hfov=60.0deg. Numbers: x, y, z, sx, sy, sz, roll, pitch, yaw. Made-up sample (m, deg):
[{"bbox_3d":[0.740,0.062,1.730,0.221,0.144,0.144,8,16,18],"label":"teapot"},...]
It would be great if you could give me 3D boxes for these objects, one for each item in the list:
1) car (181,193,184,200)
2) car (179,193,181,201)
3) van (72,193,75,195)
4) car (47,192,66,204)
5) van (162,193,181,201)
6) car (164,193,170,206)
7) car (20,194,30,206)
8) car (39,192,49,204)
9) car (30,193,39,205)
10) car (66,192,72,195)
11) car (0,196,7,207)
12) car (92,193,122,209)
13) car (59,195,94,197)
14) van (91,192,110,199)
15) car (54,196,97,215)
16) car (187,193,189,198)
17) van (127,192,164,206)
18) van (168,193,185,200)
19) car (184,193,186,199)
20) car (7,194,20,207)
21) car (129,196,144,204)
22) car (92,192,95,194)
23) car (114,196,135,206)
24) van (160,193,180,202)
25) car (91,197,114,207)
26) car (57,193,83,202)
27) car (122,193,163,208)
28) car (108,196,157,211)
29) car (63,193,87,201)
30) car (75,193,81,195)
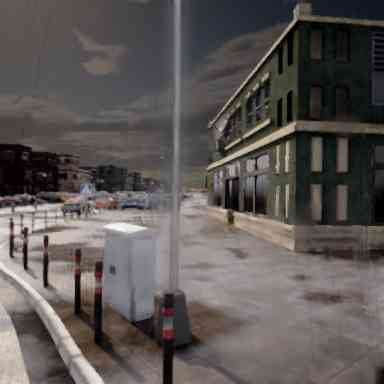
[{"bbox_3d":[-5.253,1.202,76.053,5.566,2.045,2.435,1,0,3],"label":"car"},{"bbox_3d":[-5.712,1.231,67.854,5.566,2.045,2.435,1,0,3],"label":"car"},{"bbox_3d":[-25.903,0.986,64.931,4.442,1.987,1.878,1,0,3],"label":"van"},{"bbox_3d":[-26.314,0.981,59.429,5.566,2.045,2.435,1,0,3],"label":"car"},{"bbox_3d":[-4.893,1.214,81.600,4.442,1.987,1.878,1,0,3],"label":"van"},{"bbox_3d":[-6.342,1.422,53.848,4.553,1.767,2.185,1,0,3],"label":"car"},{"bbox_3d":[-26.819,1.307,48.408,4.674,1.452,2.002,1,0,3],"label":"car"},{"bbox_3d":[-26.562,1.256,53.922,4.892,1.521,2.231,1,0,3],"label":"car"},{"bbox_3d":[-26.655,1.137,51.161,4.553,1.767,2.185,1,0,3],"label":"car"},{"bbox_3d":[-25.971,1.221,62.174,5.366,1.575,1.946,1,0,3],"label":"car"},{"bbox_3d":[-27.054,1.146,42.895,4.553,1.767,2.185,1,0,3],"label":"car"},{"bbox_3d":[-11.476,1.374,44.790,2.097,1.767,4.553,1,0,3],"label":"car"},{"bbox_3d":[-14.608,1.455,42.334,1.882,1.535,5.008,1,0,3],"label":"car"},{"bbox_3d":[-24.700,0.927,89.840,4.442,1.987,1.878,1,0,3],"label":"van"},{"bbox_3d":[-11.711,1.504,33.931,2.128,1.511,4.902,1,0,0],"label":"car"},{"bbox_3d":[-4.493,1.171,92.712,5.566,2.045,2.435,1,0,3],"label":"car"},{"bbox_3d":[-6.754,1.340,48.425,4.442,1.987,1.878,1,0,3],"label":"van"},{"bbox_3d":[-4.445,1.195,95.491,4.442,1.987,1.878,1,0,3],"label":"van"},{"bbox_3d":[-4.770,1.457,87.160,4.792,1.488,2.163,1,0,3],"label":"car"},{"bbox_3d":[-26.959,1.271,45.656,5.008,1.535,2.097,1,0,3],"label":"car"},{"bbox_3d":[-10.616,1.519,63.526,1.994,1.385,4.181,1,0,3],"label":"car"},{"bbox_3d":[-25.458,1.048,75.952,4.553,1.767,2.185,1,0,3],"label":"car"},{"bbox_3d":[-10.994,1.489,54.684,2.128,1.511,4.902,1,0,3],"label":"car"},{"bbox_3d":[-5.262,1.217,78.838,4.442,1.987,1.878,1,0,3],"label":"van"},{"bbox_3d":[-14.097,1.511,52.743,2.033,1.411,5.357,1,0,3],"label":"car"},{"bbox_3d":[-25.787,1.063,70.447,4.553,1.767,2.185,1,0,3],"label":"car"},{"bbox_3d":[-6.750,1.444,45.514,4.553,1.767,2.185,1,0,3],"label":"car"},{"bbox_3d":[-7.079,1.593,40.088,4.792,1.488,2.163,1,0,3],"label":"car"},{"bbox_3d":[-25.654,1.055,73.200,4.553,1.767,2.185,1,0,3],"label":"car"},{"bbox_3d":[-25.896,1.199,67.692,5.008,1.535,2.097,1,0,3],"label":"car"}]
